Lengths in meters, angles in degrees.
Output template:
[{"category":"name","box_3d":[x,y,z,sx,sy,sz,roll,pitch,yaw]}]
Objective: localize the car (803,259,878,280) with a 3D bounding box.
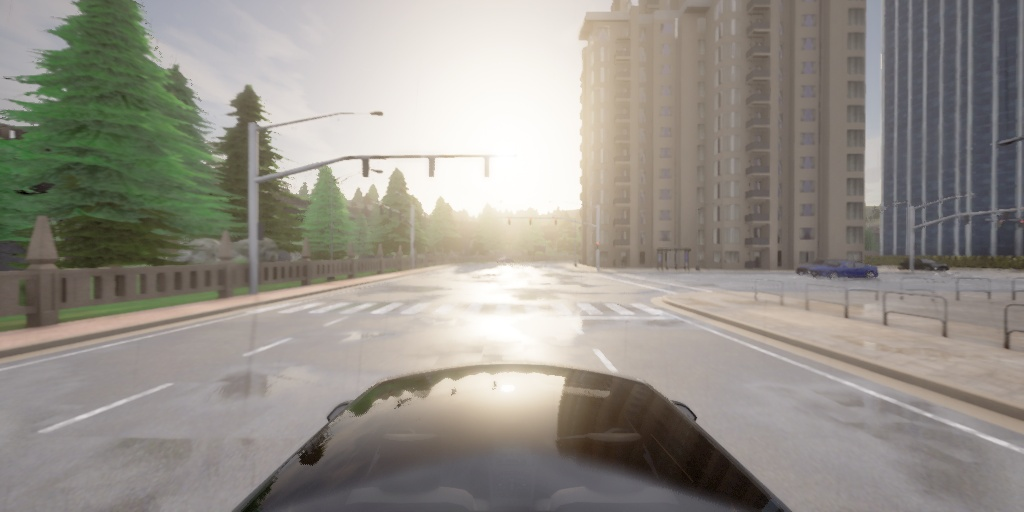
[{"category":"car","box_3d":[28.756,1.235,31.169,5.008,1.535,1.882,0,0,0]}]

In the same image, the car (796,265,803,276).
[{"category":"car","box_3d":[30.207,1.098,34.681,4.553,1.767,2.097,0,0,-1]}]
